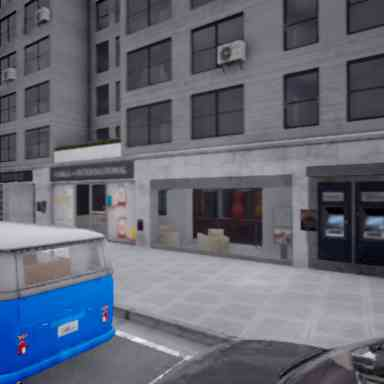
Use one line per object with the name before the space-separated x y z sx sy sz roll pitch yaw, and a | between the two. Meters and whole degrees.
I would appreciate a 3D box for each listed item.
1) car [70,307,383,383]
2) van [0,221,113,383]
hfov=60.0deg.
car | 1.595 1.550 1.711 4.403 1.369 2.008 0 0 35
van | -2.953 1.356 4.955 3.998 1.788 1.690 0 0 35
